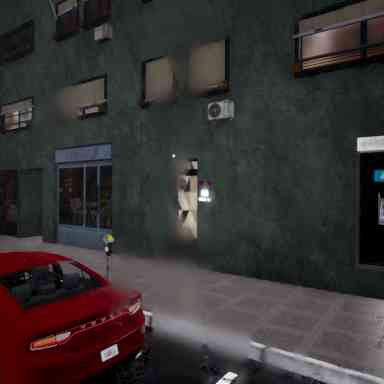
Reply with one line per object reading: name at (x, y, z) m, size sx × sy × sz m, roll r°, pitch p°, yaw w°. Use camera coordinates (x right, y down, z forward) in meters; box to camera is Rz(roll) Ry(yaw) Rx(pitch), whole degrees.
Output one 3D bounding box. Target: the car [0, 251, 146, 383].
car at (-2.676, 1.544, 4.772) m, size 4.507 × 1.381 × 1.887 m, roll 0°, pitch 0°, yaw 35°
